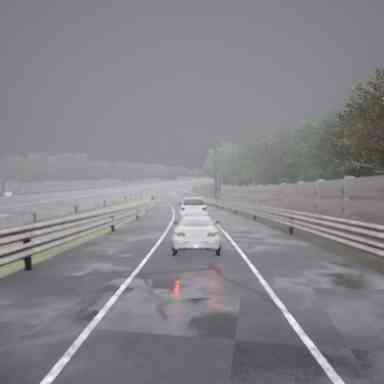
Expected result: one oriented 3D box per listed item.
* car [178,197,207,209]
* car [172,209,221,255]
[{"bbox_3d":[0.082,1.456,27.558,2.150,2.045,5.566,0,0,-1],"label":"car"},{"bbox_3d":[0.190,1.643,13.805,1.812,1.442,4.674,0,0,1],"label":"car"}]
